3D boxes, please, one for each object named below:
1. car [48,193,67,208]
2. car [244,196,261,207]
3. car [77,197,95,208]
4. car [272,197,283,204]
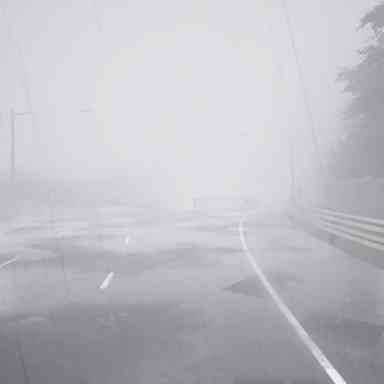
[{"bbox_3d":[-19.668,1.195,48.521,2.150,2.045,5.566,0,0,-29],"label":"car"},{"bbox_3d":[8.686,1.333,47.875,1.882,1.535,5.008,0,0,19],"label":"car"},{"bbox_3d":[-14.963,1.444,46.928,2.128,1.511,4.902,0,0,-27],"label":"car"},{"bbox_3d":[19.620,1.987,76.545,1.882,1.535,5.008,0,-2,24],"label":"car"}]
